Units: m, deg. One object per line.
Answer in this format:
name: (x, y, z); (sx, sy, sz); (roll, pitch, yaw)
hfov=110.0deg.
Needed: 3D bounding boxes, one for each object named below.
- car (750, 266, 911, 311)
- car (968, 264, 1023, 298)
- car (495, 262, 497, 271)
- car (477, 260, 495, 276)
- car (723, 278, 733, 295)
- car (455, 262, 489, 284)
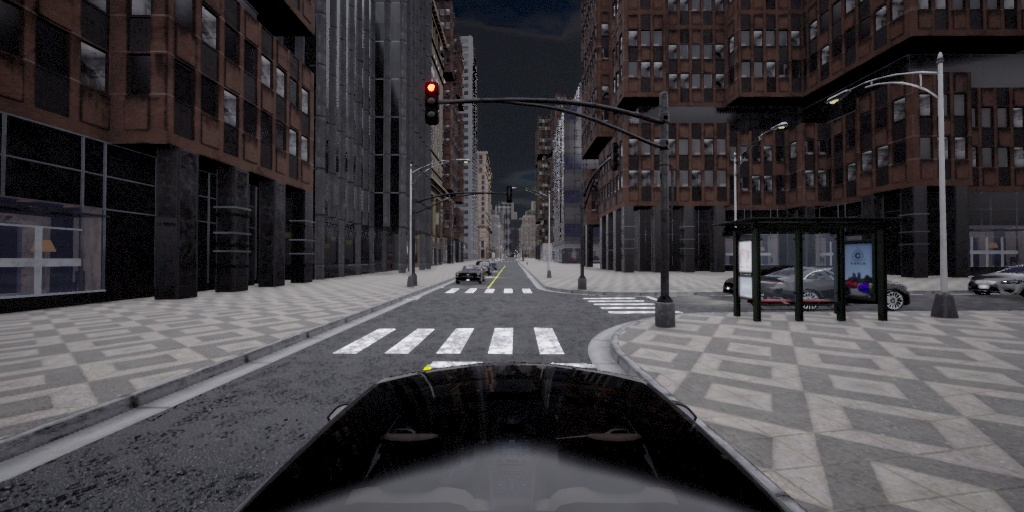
car: (11.518, 1.145, 13.103); (4.902, 1.511, 2.128); (0, -1, 0)
car: (23.766, 1.112, 16.197); (4.902, 1.511, 2.128); (0, -1, 0)
car: (-3.025, 1.309, 49.920); (2.033, 1.411, 5.357); (0, 0, 0)
car: (-3.052, 1.264, 37.558); (1.837, 1.490, 4.892); (0, 0, 0)
car: (12.206, 1.195, 16.174); (4.892, 1.490, 1.837); (0, -1, 2)
car: (-3.067, 1.358, 27.181); (1.895, 1.301, 4.718); (0, 0, 0)
